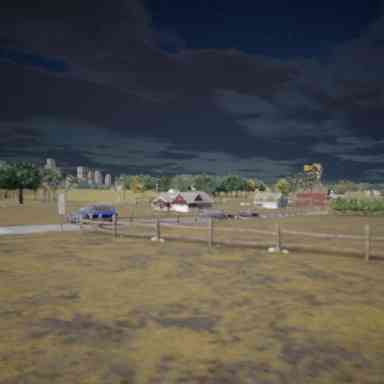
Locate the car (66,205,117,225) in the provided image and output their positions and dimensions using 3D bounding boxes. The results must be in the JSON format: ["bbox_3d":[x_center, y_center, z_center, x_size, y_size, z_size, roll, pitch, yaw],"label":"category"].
[{"bbox_3d":[-10.544,2.399,35.480,2.150,2.045,5.566,0,-2,35],"label":"car"}]

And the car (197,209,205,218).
[{"bbox_3d":[2.694,3.510,53.871,2.128,1.511,4.902,0,-2,36],"label":"car"}]

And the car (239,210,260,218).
[{"bbox_3d":[10.295,3.905,59.714,2.033,1.411,5.357,0,-2,36],"label":"car"}]

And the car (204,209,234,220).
[{"bbox_3d":[4.567,3.536,51.618,2.033,1.411,5.357,0,-2,36],"label":"car"}]
